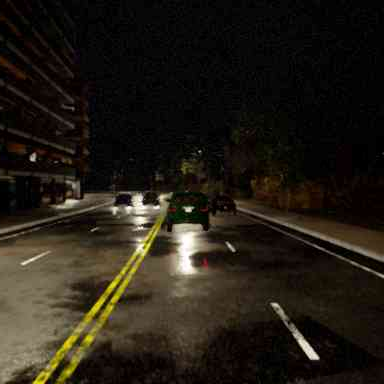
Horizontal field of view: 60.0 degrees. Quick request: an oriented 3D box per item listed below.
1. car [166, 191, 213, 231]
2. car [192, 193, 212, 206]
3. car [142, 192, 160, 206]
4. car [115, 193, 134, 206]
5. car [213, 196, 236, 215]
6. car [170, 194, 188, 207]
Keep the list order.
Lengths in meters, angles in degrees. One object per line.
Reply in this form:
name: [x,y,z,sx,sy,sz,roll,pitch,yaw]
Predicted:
car: [-0.287,0.958,18.807,2.150,2.045,5.566,0,1,-2]
car: [1.276,0.922,43.869,2.033,1.411,5.357,0,1,-5]
car: [-5.103,0.772,41.792,2.097,1.767,4.553,0,1,-5]
car: [-8.303,0.919,40.998,1.882,1.535,5.008,0,1,-4]
car: [2.479,1.075,28.232,1.882,1.535,5.008,0,0,-3]
car: [-1.678,0.967,41.290,2.033,1.411,5.357,0,1,-5]
